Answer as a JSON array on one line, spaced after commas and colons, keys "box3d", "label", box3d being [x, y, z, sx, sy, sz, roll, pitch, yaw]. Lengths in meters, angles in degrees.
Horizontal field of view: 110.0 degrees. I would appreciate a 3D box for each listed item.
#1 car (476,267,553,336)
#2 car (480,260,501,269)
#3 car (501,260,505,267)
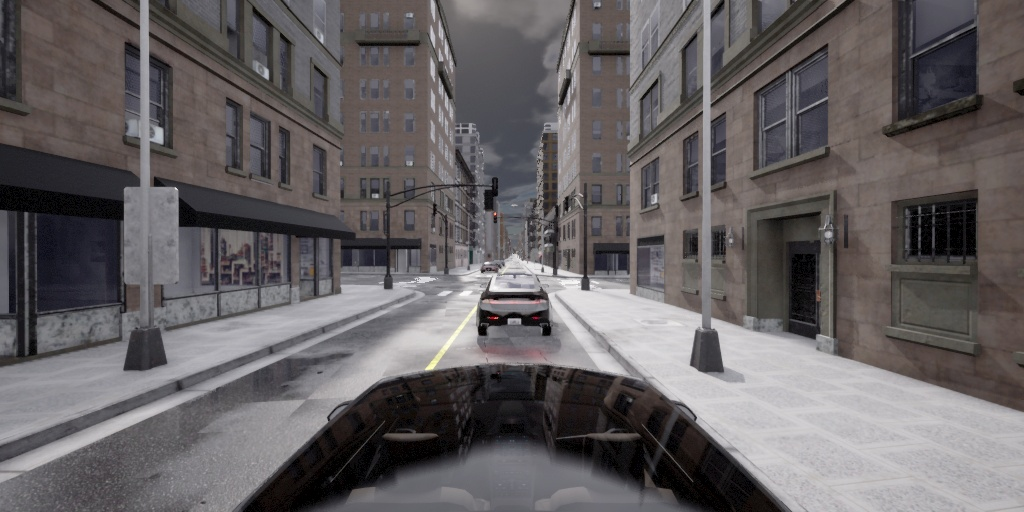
[{"box3d": [0.076, 1.243, 10.380, 2.128, 1.511, 4.902, 0, 0, 1], "label": "car"}, {"box3d": [-2.713, 1.372, 44.035, 1.994, 1.385, 4.181, 0, 0, 1], "label": "car"}, {"box3d": [-2.578, 1.342, 57.857, 1.837, 1.490, 4.892, 0, 0, 0], "label": "car"}]
